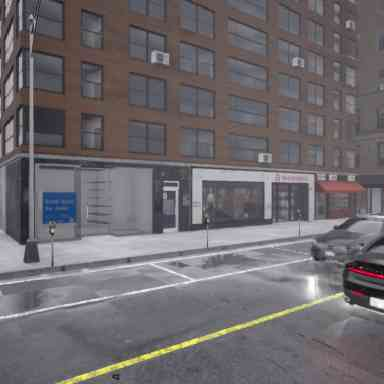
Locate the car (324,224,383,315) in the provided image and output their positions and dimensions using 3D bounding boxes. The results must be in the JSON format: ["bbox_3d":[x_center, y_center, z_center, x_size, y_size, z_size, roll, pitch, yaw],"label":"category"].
[{"bbox_3d":[4.961,1.507,6.696,4.892,1.490,1.837,-1,0,-35],"label":"car"}]

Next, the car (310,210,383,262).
[{"bbox_3d":[5.890,1.526,10.981,4.674,1.442,1.812,0,0,-35],"label":"car"}]
